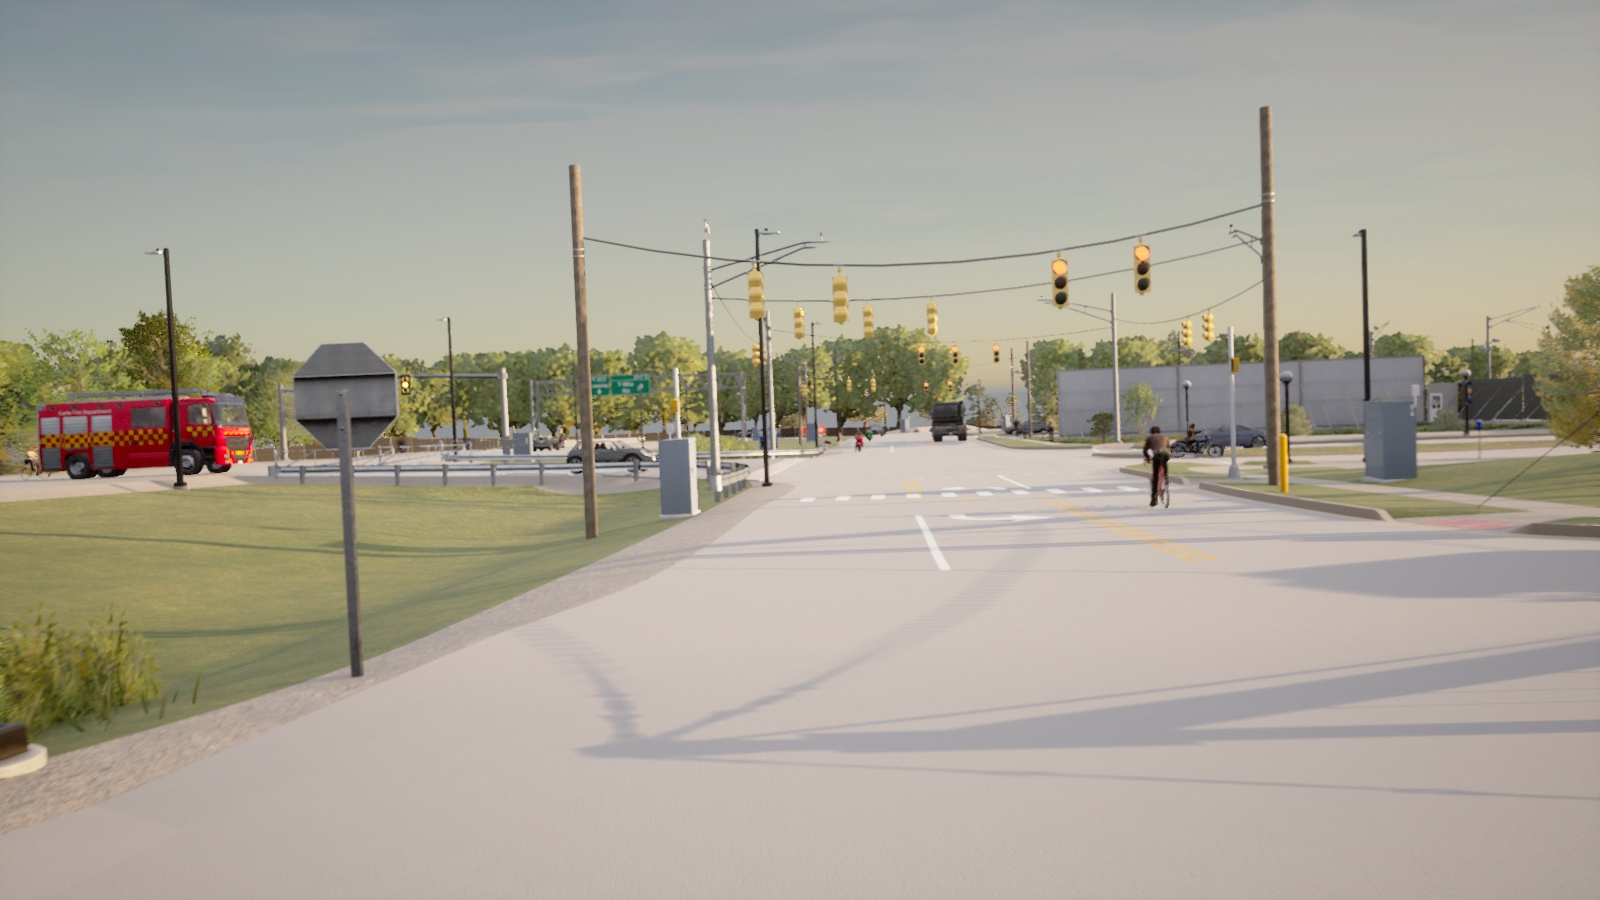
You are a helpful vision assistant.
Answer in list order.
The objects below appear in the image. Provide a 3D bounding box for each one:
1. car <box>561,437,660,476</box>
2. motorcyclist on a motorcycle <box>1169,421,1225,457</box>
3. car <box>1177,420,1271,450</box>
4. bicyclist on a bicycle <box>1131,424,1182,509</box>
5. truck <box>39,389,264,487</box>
[{"bbox_3d":[-8.195,0.272,54.485,3.806,1.475,1.970,-2,1,9],"label":"car"},{"bbox_3d":[18.028,-0.500,57.065,2.350,1.649,0.766,0,1,13],"label":"motorcyclist on a motorcycle"},{"bbox_3d":[21.771,-0.794,64.609,4.181,1.385,1.994,-2,1,4],"label":"car"},{"bbox_3d":[7.118,0.305,25.132,0.582,1.620,1.656,-3,1,3],"label":"bicyclist on a bicycle"},{"bbox_3d":[-28.825,-0.536,56.003,8.468,3.827,2.891,-3,1,4],"label":"truck"}]
